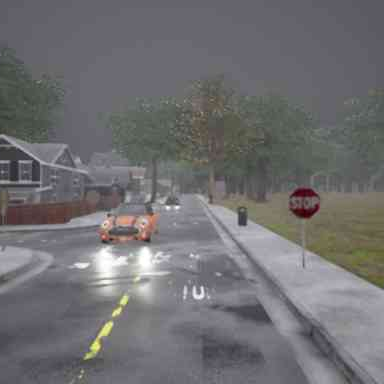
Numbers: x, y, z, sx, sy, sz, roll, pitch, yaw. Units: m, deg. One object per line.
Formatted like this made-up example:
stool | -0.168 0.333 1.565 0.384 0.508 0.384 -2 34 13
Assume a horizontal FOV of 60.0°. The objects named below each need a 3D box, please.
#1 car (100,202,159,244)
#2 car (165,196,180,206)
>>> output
car | -2.783 1.298 15.601 2.097 1.767 4.553 -2 0 0
car | -2.774 1.296 48.127 1.994 1.385 4.181 0 0 0
